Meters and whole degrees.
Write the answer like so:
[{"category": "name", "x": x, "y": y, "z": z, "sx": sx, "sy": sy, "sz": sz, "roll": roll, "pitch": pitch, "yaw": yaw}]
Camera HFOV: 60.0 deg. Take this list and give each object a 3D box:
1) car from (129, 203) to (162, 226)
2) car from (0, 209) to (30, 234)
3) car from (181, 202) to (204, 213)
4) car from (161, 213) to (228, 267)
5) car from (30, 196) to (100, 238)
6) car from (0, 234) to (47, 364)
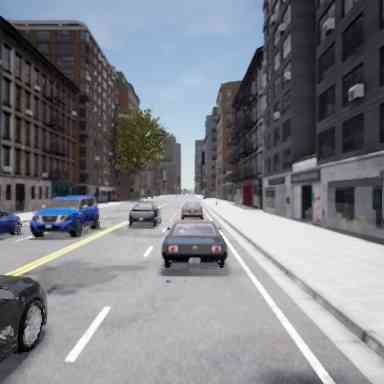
[{"category": "car", "x": -3.209, "y": 1.517, "z": 23.430, "sx": 2.128, "sy": 1.511, "sz": 4.902, "roll": 0, "pitch": 0, "yaw": 0}, {"category": "car", "x": -9.889, "y": 1.540, "z": 15.826, "sx": 1.812, "sy": 1.442, "sz": 4.674, "roll": 0, "pitch": 0, "yaw": 0}, {"category": "car", "x": 0.028, "y": 1.582, "z": 28.260, "sx": 2.033, "sy": 1.411, "sz": 5.357, "roll": 0, "pitch": 0, "yaw": 0}, {"category": "car", "x": 0.074, "y": 1.611, "z": 11.441, "sx": 1.895, "sy": 1.301, "sz": 4.718, "roll": 0, "pitch": 0, "yaw": 0}, {"category": "car", "x": -6.645, "y": 1.239, "z": 18.146, "sx": 2.150, "sy": 2.045, "sz": 5.566, "roll": 0, "pitch": 0, "yaw": 0}, {"category": "car", "x": -3.155, "y": 1.507, "z": 3.243, "sx": 1.837, "sy": 1.490, "sz": 4.892, "roll": 0, "pitch": 0, "yaw": 0}]
